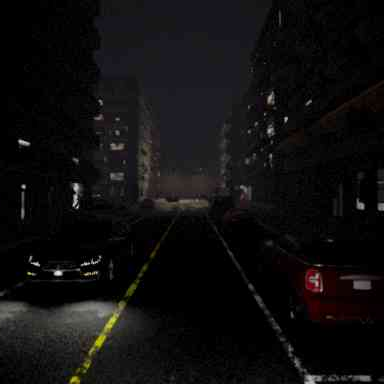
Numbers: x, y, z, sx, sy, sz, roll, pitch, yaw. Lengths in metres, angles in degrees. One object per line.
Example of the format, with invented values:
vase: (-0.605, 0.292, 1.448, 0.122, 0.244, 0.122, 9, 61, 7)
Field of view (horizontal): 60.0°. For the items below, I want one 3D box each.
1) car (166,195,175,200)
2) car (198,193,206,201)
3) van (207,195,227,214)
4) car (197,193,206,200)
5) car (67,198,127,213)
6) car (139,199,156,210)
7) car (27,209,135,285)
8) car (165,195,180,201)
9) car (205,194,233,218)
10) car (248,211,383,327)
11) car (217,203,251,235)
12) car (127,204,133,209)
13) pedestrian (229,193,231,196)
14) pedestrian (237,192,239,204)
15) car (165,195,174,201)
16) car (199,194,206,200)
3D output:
car: (-5.284, 1.364, 83.811, 1.947, 1.339, 4.313, 1, 0, 0)
car: (2.600, 1.123, 78.294, 2.192, 1.841, 5.009, 1, 0, 0)
van: (2.558, 1.230, 34.582, 1.690, 1.788, 3.998, 1, 0, 0)
car: (2.600, 1.108, 89.418, 2.192, 1.841, 5.009, 1, 0, 0)
car: (-5.289, 1.247, 18.044, 2.192, 1.841, 5.009, 1, 0, 0)
car: (-5.292, 1.460, 40.170, 1.802, 1.307, 4.206, 1, 0, 0)
car: (-2.846, 1.466, 9.499, 1.837, 1.490, 4.892, 0, 0, 0)
car: (-2.740, 1.014, 50.333, 2.033, 1.411, 5.357, 0, 0, 0)
car: (2.558, 1.217, 29.050, 2.192, 1.841, 5.009, 1, 0, 0)
car: (2.552, 1.412, 6.925, 1.967, 1.590, 4.097, 1, 0, 0)
car: (2.551, 1.515, 17.988, 1.802, 1.307, 4.206, 1, 0, 0)
car: (-5.294, 1.460, 23.576, 1.887, 1.381, 4.507, 1, 0, 0)
pedestrian: (6.020, 0.986, 52.519, 0.375, 1.860, 0.375, 1, -1, 0)
pedestrian: (7.020, 0.959, 51.319, 0.375, 1.860, 0.375, 1, -1, 0)
car: (-5.285, 1.373, 78.250, 1.947, 1.339, 4.313, 1, 0, 0)
car: (2.597, 1.324, 84.023, 1.752, 1.417, 4.829, 1, 0, 0)
